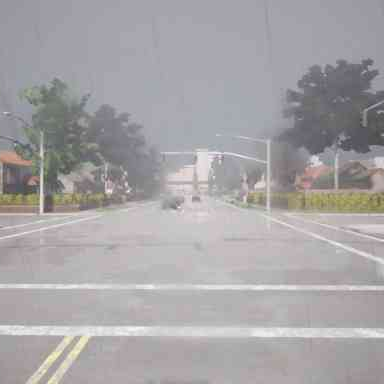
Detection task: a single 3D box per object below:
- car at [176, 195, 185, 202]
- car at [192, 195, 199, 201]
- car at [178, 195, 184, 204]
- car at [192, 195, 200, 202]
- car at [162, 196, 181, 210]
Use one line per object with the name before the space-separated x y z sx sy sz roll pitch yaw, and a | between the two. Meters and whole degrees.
car | -2.555 1.478 73.944 1.882 1.535 5.008 0 0 0
car | 1.051 1.514 89.523 1.812 1.442 4.674 0 0 0
car | -2.770 1.505 53.699 1.837 1.490 4.892 0 0 1
car | 0.963 1.500 76.209 1.837 1.490 4.892 0 0 0
car | -2.852 1.547 43.438 2.033 1.411 5.357 0 0 0
